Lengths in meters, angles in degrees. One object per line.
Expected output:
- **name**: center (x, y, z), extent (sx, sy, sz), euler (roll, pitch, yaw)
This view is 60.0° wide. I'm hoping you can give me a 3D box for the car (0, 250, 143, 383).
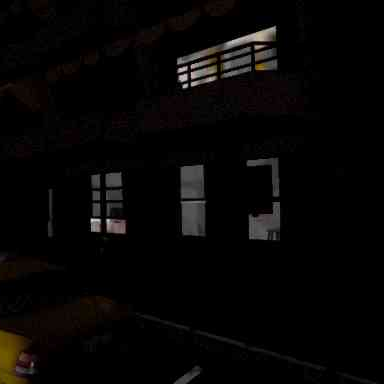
- **car**: center (-2.862, 1.527, 4.788), extent (4.829, 1.417, 1.752), euler (0, -2, 36)
